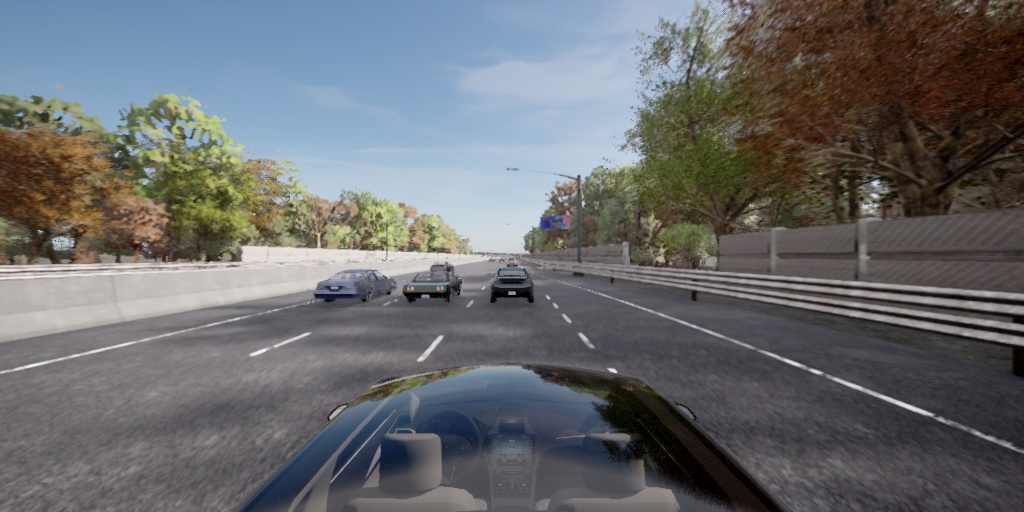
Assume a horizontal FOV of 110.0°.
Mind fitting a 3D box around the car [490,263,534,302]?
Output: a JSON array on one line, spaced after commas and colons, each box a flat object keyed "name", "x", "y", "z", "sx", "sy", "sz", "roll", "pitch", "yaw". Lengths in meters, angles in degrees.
[{"name": "car", "x": 0.001, "y": 1.265, "z": 16.968, "sx": 1.837, "sy": 1.490, "sz": 4.892, "roll": 0, "pitch": 0, "yaw": 0}]

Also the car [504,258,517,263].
[{"name": "car", "x": -0.002, "y": 1.387, "z": 62.367, "sx": 1.895, "sy": 1.301, "sz": 4.718, "roll": 0, "pitch": 0, "yaw": 0}]

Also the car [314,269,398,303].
[{"name": "car", "x": -6.999, "y": 1.307, "z": 16.663, "sx": 2.033, "sy": 1.411, "sz": 5.357, "roll": 0, "pitch": 0, "yaw": 0}]

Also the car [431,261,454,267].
[{"name": "car", "x": -7.002, "y": 1.262, "z": 36.282, "sx": 2.128, "sy": 1.511, "sz": 4.902, "roll": 0, "pitch": 0, "yaw": 0}]

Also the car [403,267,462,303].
[{"name": "car", "x": -3.501, "y": 1.360, "z": 16.787, "sx": 1.895, "sy": 1.301, "sz": 4.718, "roll": 0, "pitch": 0, "yaw": 0}]
